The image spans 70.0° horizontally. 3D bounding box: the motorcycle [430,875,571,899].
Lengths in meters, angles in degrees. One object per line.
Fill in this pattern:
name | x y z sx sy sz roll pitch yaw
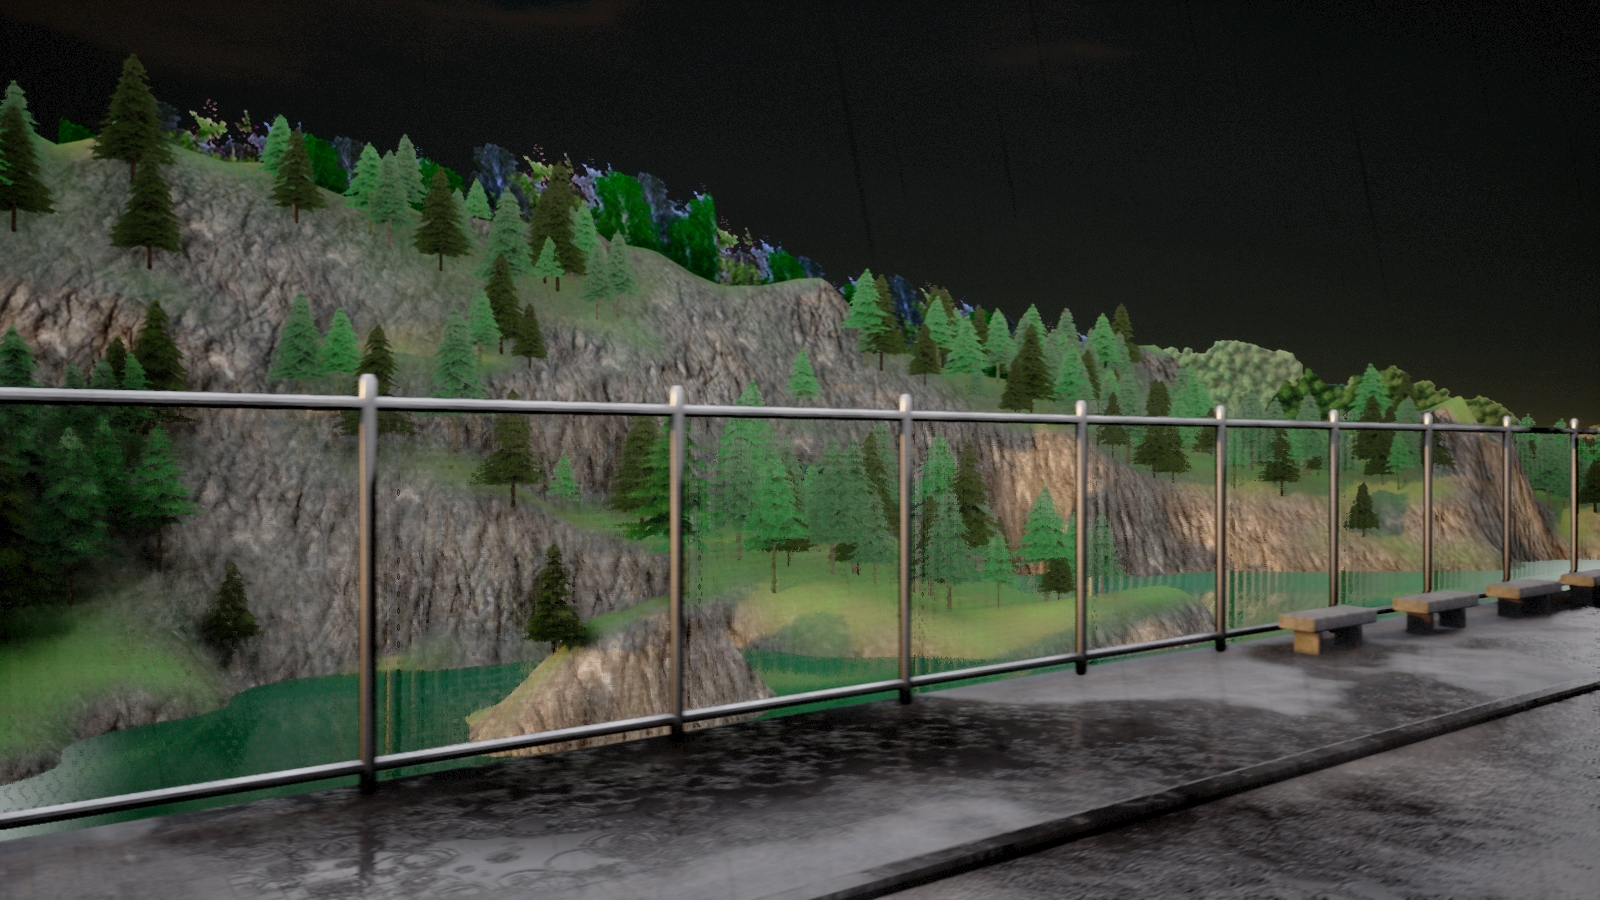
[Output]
motorcycle | -1.625 2.205 3.258 2.209 1.251 0.867 0 0 -35
